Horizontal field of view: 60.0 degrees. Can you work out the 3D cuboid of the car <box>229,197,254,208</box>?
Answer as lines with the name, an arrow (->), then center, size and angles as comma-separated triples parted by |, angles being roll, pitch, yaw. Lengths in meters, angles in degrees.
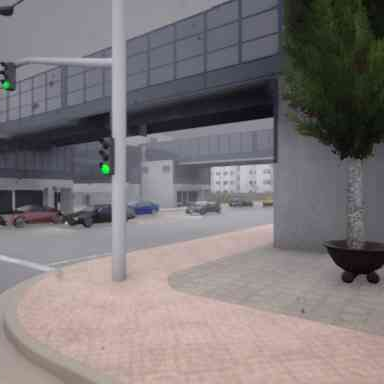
car -> 7.002, 1.488, 47.011 | 2.128, 1.511, 4.902 | 0, 0, 36

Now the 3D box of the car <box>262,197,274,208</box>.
car -> 11.719, 1.474, 47.506 | 1.882, 1.535, 5.008 | 0, 0, 36

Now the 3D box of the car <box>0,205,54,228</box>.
car -> -10.832, 1.560, 22.437 | 1.994, 1.385, 4.181 | 0, 0, 36

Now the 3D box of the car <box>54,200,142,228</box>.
car -> -6.245, 1.544, 22.809 | 2.033, 1.411, 5.357 | 0, 0, 36

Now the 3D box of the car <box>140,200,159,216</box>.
car -> -5.101, 1.474, 30.363 | 1.882, 1.535, 5.008 | 0, 0, 36

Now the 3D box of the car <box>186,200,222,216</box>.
car -> 1.268, 1.522, 33.179 | 1.812, 1.442, 4.674 | 0, 0, 36
